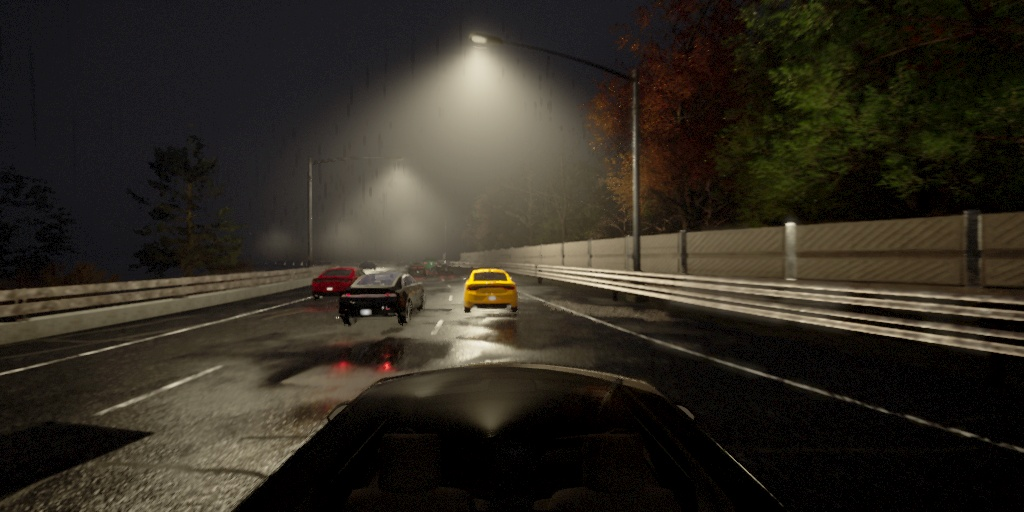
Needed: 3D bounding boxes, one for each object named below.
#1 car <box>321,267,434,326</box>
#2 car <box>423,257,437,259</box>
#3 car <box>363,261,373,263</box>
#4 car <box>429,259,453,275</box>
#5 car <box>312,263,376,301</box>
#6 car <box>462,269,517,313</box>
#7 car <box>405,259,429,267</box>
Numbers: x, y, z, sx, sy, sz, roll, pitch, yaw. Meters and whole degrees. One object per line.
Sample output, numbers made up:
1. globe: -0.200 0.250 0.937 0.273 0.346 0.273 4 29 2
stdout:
1. car: -4.101 1.291 11.964 2.128 1.511 4.902 0 0 -5
2. car: -12.239 1.182 52.708 2.150 2.045 5.566 0 0 -22
3. car: -22.857 1.547 56.885 1.812 1.442 4.674 0 0 -34
4. car: -8.398 1.405 43.277 2.128 1.511 4.902 0 0 -22
5. car: -8.488 1.317 18.363 1.882 1.535 5.008 0 0 -9
6. car: -0.957 1.271 14.458 1.882 1.535 5.008 0 0 -7
7. car: -10.679 1.419 39.840 1.837 1.490 4.892 0 0 -20
